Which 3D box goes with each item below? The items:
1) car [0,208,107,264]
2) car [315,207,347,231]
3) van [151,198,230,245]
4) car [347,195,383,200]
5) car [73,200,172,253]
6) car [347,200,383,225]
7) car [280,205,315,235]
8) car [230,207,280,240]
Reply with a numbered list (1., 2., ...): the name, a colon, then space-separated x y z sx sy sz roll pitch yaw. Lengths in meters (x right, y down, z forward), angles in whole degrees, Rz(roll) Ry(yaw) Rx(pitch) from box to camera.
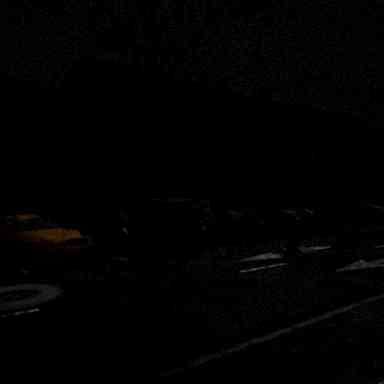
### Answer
1. car: -5.699 1.473 11.839 5.366 1.575 1.946 -1 -1 35
2. car: 6.621 1.532 20.462 4.674 1.452 2.002 -1 -1 36
3. van: -0.799 1.256 15.334 4.442 1.987 1.878 -1 -1 35
4. car: 14.250 1.248 25.381 5.566 2.045 2.435 -1 -1 37
5. car: -3.404 1.356 13.699 4.553 1.767 2.185 -1 -1 35
6. car: 11.681 1.537 23.757 4.674 1.452 2.002 -1 -1 37
7. car: 4.107 1.529 18.781 4.674 1.452 2.002 -1 -1 36
8. car: 1.597 1.488 17.105 4.892 1.521 2.231 -1 -1 36
